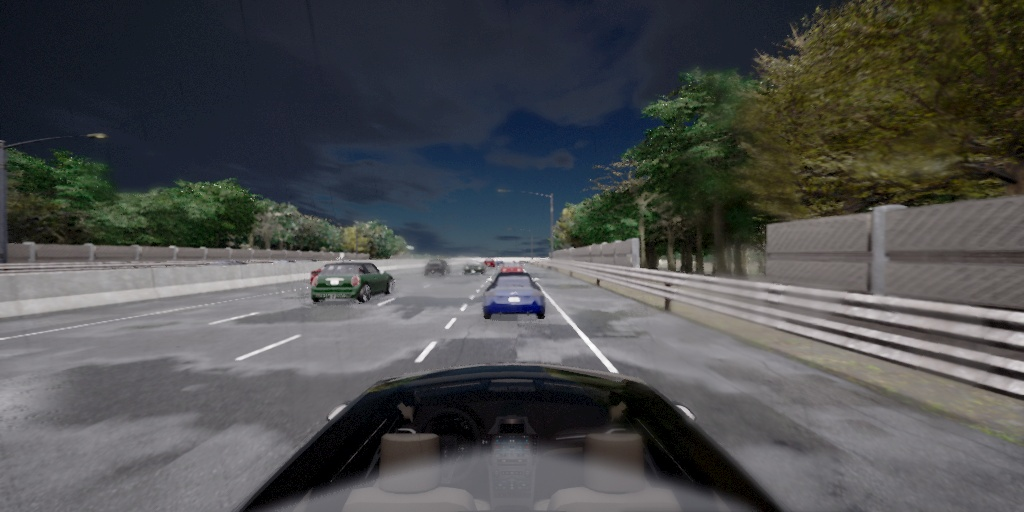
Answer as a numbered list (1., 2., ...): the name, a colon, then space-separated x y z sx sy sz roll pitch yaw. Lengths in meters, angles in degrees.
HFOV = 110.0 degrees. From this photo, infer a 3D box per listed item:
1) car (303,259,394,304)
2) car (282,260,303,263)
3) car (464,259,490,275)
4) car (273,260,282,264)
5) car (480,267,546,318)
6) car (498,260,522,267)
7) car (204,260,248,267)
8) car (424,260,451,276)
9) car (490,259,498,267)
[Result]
1. car: -6.950 1.038 16.161 2.097 1.767 4.553 0 0 0
2. car: -24.737 1.169 42.912 1.837 1.490 4.892 0 0 0
3. car: -3.628 1.189 36.250 1.895 1.301 4.718 0 0 0
4. car: -28.237 1.205 44.307 1.812 1.442 4.674 0 0 0
5. car: 0.065 1.251 12.660 1.994 1.385 4.181 0 0 0
6. car: -0.004 1.185 31.622 1.895 1.301 4.718 0 0 0
7. car: -31.726 1.173 39.822 2.128 1.511 4.902 0 0 0
8. car: -7.021 1.106 34.254 1.837 1.490 4.892 0 0 0
9. car: -3.720 1.174 59.462 1.882 1.535 5.008 0 -1 0
